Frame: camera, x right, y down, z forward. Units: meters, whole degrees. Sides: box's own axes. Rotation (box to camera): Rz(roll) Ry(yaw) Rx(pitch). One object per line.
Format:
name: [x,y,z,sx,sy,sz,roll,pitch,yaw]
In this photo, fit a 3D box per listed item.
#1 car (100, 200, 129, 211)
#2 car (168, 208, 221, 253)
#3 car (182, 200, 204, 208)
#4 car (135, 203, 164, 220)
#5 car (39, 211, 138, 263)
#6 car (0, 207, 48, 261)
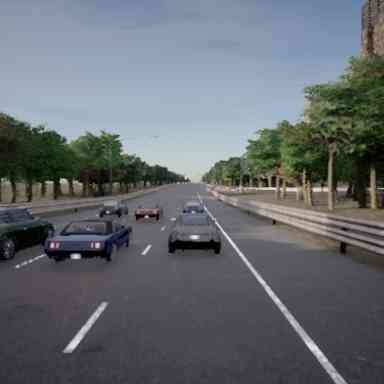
car: [-6.897,1.475,29.645,1.812,1.442,4.674,0,0,0]
car: [0.100,1.554,13.701,1.994,1.385,4.181,0,0,0]
car: [0.104,1.475,29.563,1.812,1.442,4.674,0,0,0]
car: [-3.398,1.558,27.235,1.895,1.301,4.718,0,0,0]
car: [-3.400,1.593,11.971,1.895,1.301,4.718,0,0,0]
car: [-6.901,1.345,12.326,2.097,1.767,4.553,0,0,0]
